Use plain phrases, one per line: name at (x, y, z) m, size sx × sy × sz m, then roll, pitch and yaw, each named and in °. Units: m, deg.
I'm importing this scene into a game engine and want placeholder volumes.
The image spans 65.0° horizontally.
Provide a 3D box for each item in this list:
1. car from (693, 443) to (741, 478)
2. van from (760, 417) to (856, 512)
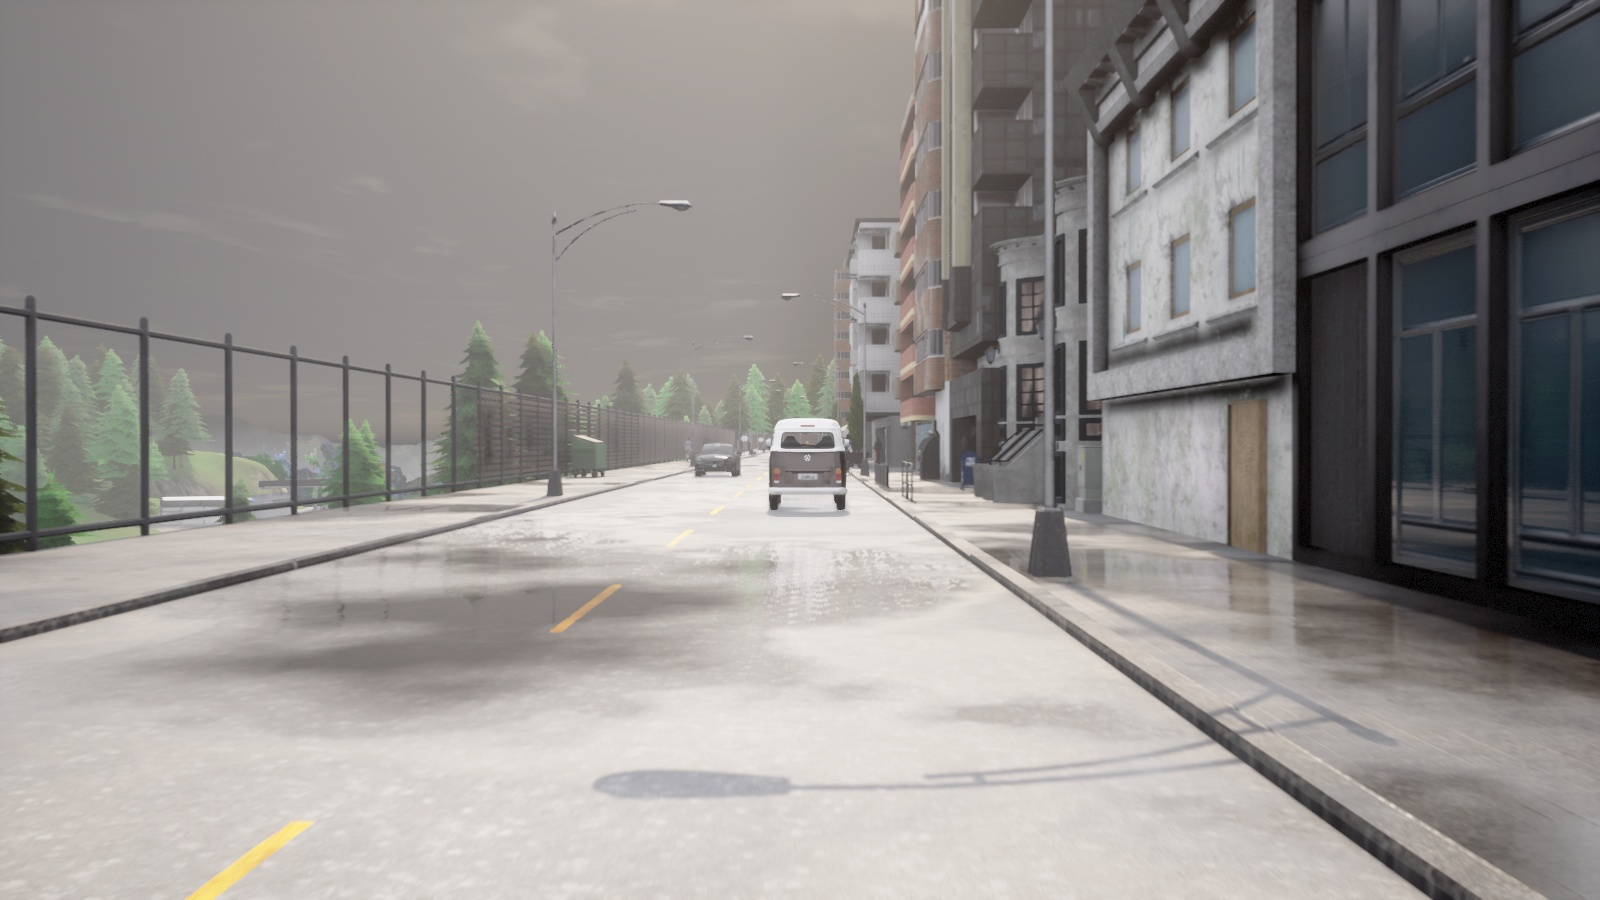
car at (-3.671, 0.432, 56.231) m, size 1.837 × 1.490 × 4.892 m, roll 0°, pitch 0°, yaw 0°
van at (0.178, 0.305, 29.364) m, size 2.069 × 2.038 × 4.480 m, roll 0°, pitch 0°, yaw 0°
